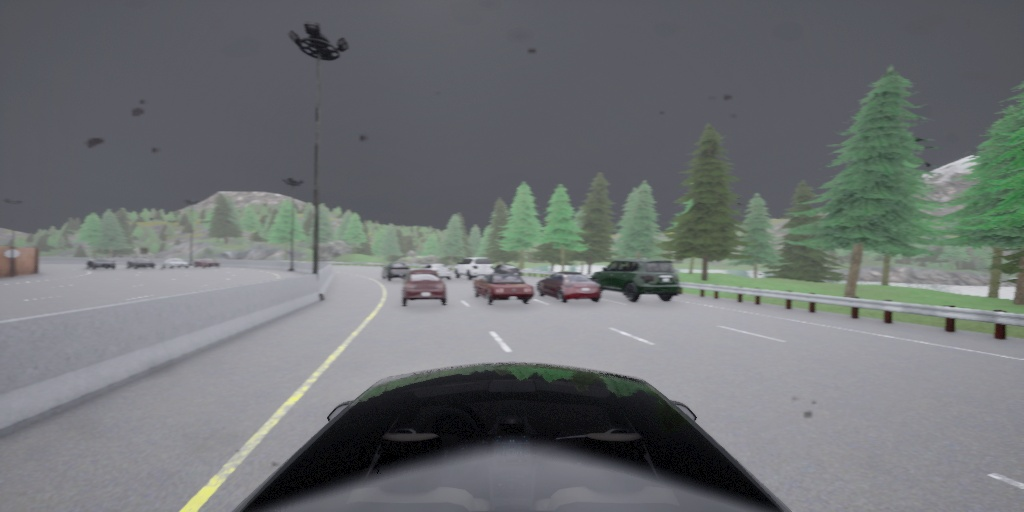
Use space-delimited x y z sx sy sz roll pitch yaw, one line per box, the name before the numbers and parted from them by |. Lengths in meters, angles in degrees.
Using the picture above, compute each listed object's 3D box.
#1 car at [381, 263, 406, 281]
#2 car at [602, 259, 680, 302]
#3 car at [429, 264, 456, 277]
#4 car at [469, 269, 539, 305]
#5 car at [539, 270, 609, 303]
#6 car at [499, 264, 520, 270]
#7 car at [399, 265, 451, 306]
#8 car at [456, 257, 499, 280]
car | -10.027 1.330 30.957 2.128 1.511 4.902 1 0 -28
car | 6.191 1.174 18.746 2.150 2.045 5.566 1 0 -16
car | -6.968 1.415 32.651 1.812 1.442 4.674 1 0 -28
car | -0.566 1.456 16.889 1.895 1.301 4.718 1 0 -16
car | 2.730 1.472 18.048 1.994 1.385 4.181 1 0 -17
car | -0.762 1.521 35.889 1.812 1.442 4.674 1 0 -28
car | -4.023 1.331 16.198 1.812 1.442 4.674 1 0 -17
car | -3.676 1.159 33.955 2.150 2.045 5.566 1 0 -28
